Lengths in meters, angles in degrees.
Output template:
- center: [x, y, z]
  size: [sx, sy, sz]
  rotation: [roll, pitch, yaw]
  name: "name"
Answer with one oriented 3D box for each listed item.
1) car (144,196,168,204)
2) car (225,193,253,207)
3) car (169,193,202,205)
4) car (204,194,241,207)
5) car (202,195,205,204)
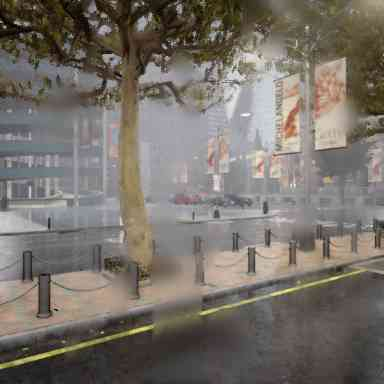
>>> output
- center: [-7.692, 1.504, 66.427]
  size: [4.892, 1.490, 1.837]
  rotation: [0, 0, 43]
  name: "car"
- center: [7.184, 1.221, 53.067]
  size: [2.150, 2.045, 5.566]
  rotation: [0, 0, -36]
  name: "car"
- center: [-1.175, 1.221, 58.707]
  size: [2.150, 2.045, 5.566]
  rotation: [0, 0, -36]
  name: "car"
- center: [4.572, 1.491, 50.696]
  size: [2.128, 1.511, 4.902]
  rotation: [0, 0, -35]
  name: "car"
- center: [1.486, 1.352, 60.933]
  size: [2.097, 1.767, 4.553]
  rotation: [0, 0, -37]
  name: "car"
